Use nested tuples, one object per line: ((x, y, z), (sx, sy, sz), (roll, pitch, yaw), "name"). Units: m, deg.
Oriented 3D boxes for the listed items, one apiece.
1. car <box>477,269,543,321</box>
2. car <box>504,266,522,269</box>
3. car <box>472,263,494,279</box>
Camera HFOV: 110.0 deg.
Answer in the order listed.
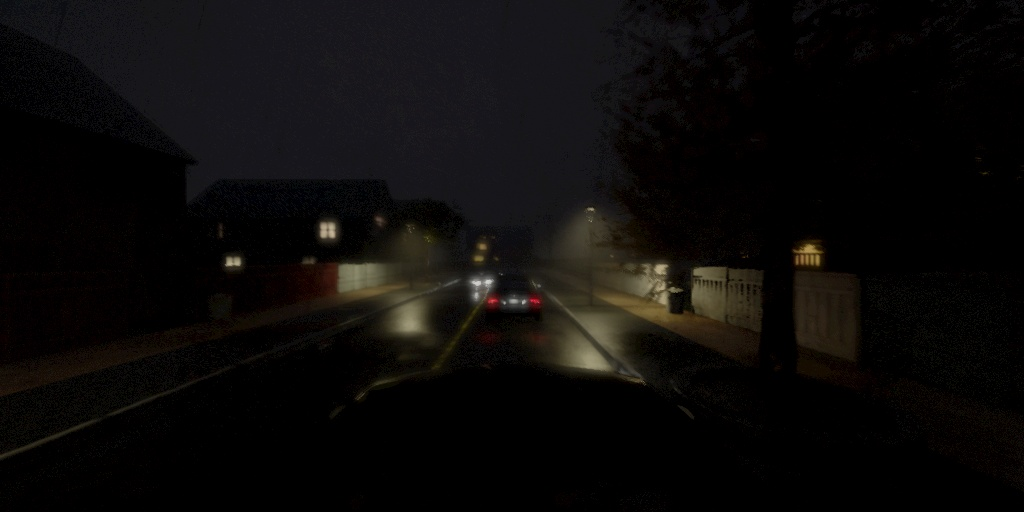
((0.070, 1.355, 12.733), (2.033, 1.411, 5.357), (0, 0, 0), "car")
((0.073, 1.451, 27.755), (2.033, 1.411, 5.357), (0, 0, 0), "car")
((-2.827, 1.457, 36.029), (2.128, 1.511, 4.902), (0, 0, 0), "car")
